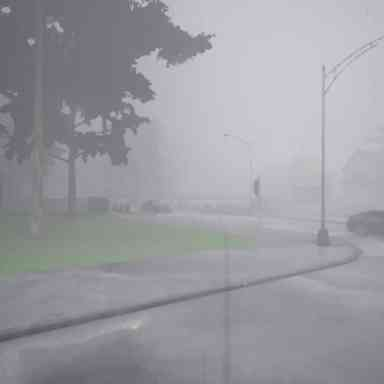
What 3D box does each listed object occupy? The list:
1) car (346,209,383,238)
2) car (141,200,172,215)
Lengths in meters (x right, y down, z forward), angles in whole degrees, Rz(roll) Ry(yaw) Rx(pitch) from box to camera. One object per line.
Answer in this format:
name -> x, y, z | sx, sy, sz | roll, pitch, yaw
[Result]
car -> 10.173, 1.619, 16.351 | 1.837, 1.490, 4.892 | 0, 0, -36
car -> -3.930, 1.619, 36.066 | 1.812, 1.442, 4.674 | 0, 0, -36
